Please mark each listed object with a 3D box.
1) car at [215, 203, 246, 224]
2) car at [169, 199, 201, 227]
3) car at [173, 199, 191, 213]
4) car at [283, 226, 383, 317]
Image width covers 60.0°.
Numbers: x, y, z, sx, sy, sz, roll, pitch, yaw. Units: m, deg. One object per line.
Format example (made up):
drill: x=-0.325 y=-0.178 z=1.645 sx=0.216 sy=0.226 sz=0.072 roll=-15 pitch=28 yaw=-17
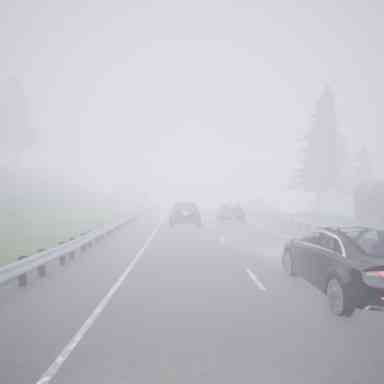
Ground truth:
car: x=2.888 y=1.593 z=25.776 sx=2.128 sy=1.511 sz=4.902 roll=0 pitch=0 yaw=-2
car: x=-0.523 y=1.448 z=23.548 sx=2.097 sy=1.767 sz=4.553 roll=0 pitch=0 yaw=-2
car: x=-1.296 y=1.661 z=41.426 sx=2.128 sy=1.511 sz=4.902 roll=0 pitch=0 yaw=-3
car: x=3.495 y=1.519 z=7.497 sx=2.128 sy=1.511 sz=4.902 roll=0 pitch=0 yaw=-1
